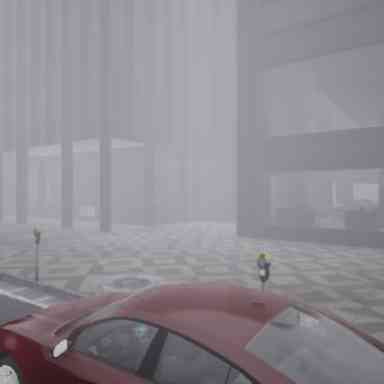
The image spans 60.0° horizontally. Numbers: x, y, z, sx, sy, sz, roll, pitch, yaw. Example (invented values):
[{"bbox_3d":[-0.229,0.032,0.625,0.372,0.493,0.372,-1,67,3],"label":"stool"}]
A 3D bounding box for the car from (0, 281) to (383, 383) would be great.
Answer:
[{"bbox_3d":[-0.095,1.546,3.030,4.507,1.381,1.887,0,0,36],"label":"car"}]
